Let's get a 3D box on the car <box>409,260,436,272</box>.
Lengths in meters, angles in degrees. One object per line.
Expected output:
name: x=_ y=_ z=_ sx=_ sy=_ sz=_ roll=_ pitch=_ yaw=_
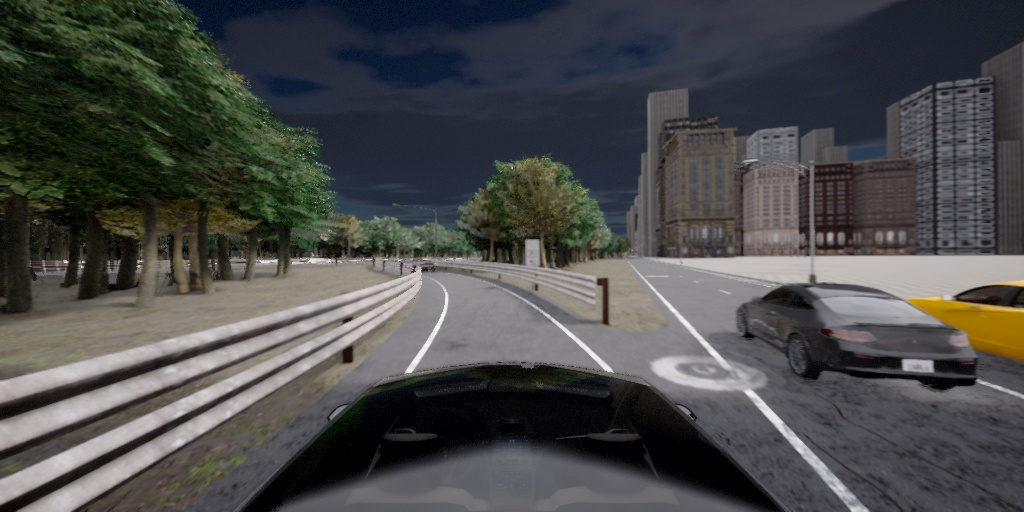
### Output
car: x=-10.752 y=1.231 z=43.789 sx=1.837 sy=1.490 sz=4.892 roll=0 pitch=0 yaw=-29

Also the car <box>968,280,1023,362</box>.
car: x=9.334 y=1.143 z=6.215 sx=1.882 sy=1.535 sz=5.008 roll=-1 pitch=0 yaw=17

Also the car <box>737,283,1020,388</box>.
car: x=5.838 y=1.225 z=6.771 sx=1.812 sy=1.442 sz=4.674 roll=-1 pitch=0 yaw=17

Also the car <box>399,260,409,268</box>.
car: x=-15.523 y=1.220 z=53.094 sx=1.994 sy=1.385 sz=4.181 roll=0 pitch=1 yaw=-22
